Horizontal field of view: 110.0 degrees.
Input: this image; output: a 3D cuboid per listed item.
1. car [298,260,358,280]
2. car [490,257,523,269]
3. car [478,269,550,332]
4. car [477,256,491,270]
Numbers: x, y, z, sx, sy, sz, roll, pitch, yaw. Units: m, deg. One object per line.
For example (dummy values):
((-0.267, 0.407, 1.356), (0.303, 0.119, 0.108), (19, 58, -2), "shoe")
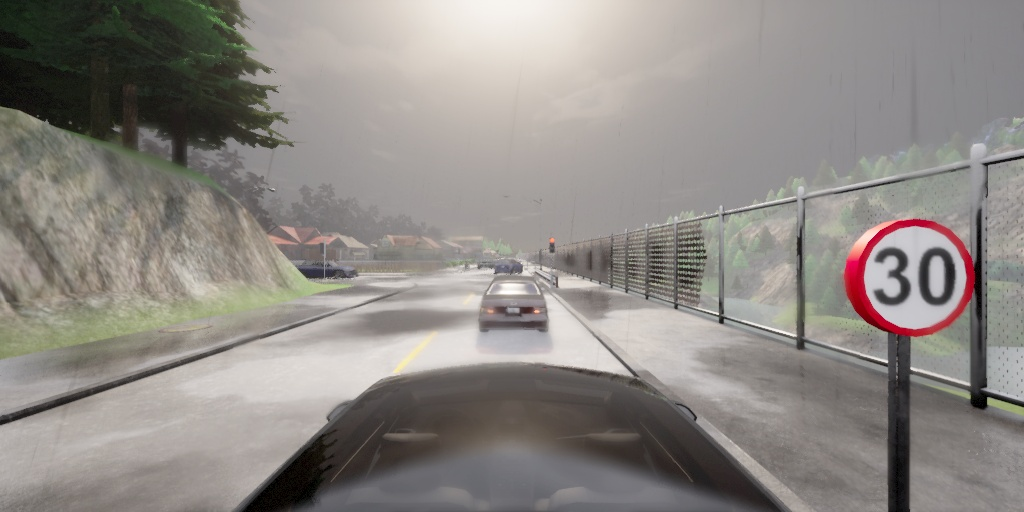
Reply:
((-15.541, 1.102, 30.289), (4.553, 1.767, 2.097), (0, 0, 0), "car")
((-0.310, 1.101, 38.768), (2.097, 1.767, 4.553), (0, 0, 18), "car")
((0.058, 1.297, 10.757), (2.033, 1.411, 5.357), (0, 0, 0), "car")
((-4.035, 0.971, 54.656), (2.150, 2.045, 5.566), (0, 0, 0), "car")
